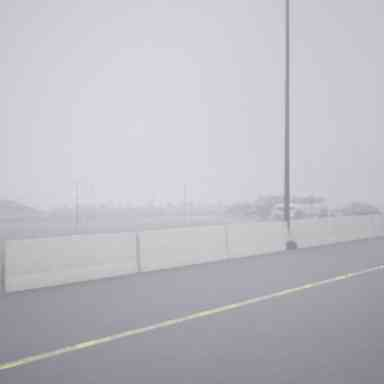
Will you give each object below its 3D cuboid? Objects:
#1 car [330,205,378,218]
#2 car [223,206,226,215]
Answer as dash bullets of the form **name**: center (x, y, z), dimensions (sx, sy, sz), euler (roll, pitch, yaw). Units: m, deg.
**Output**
- **car**: center (12.736, 1.601, 25.968), dimensions (4.902, 1.511, 2.128), euler (1, 0, -35)
- **car**: center (5.175, 1.588, 33.473), dimensions (4.902, 1.511, 2.128), euler (1, 0, -35)
